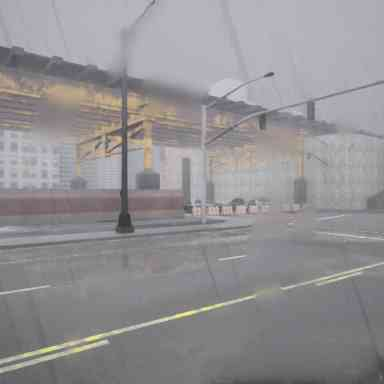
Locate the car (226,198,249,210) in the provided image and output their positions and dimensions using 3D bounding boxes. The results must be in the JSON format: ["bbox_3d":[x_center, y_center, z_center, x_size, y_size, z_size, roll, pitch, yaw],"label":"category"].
[{"bbox_3d":[5.284,1.295,37.990,1.853,1.218,4.536,0,0,18],"label":"car"}]

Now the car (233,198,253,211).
[{"bbox_3d":[5.268,1.453,37.940,2.038,1.542,4.974,0,0,18],"label":"car"}]

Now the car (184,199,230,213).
[{"bbox_3d":[1.472,1.295,35.263,4.536,1.218,1.853,0,0,8],"label":"car"}]

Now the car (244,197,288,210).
[{"bbox_3d":[9.179,1.453,41.700,4.974,1.542,2.038,0,0,-7],"label":"car"}]

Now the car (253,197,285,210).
[{"bbox_3d":[9.128,1.295,41.693,4.536,1.218,1.853,0,0,-7],"label":"car"}]

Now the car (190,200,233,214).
[{"bbox_3d":[1.523,1.453,35.256,4.974,1.542,2.038,0,0,8],"label":"car"}]
